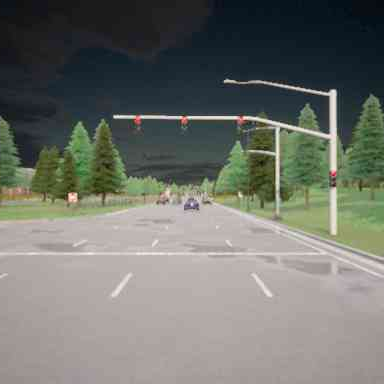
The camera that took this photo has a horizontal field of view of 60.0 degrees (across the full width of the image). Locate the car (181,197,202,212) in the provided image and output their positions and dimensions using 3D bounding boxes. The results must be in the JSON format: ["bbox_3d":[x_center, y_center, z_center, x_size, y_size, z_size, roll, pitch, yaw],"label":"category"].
[{"bbox_3d":[-0.017,1.795,46.383,2.097,1.767,4.553,0,-1,0],"label":"car"}]

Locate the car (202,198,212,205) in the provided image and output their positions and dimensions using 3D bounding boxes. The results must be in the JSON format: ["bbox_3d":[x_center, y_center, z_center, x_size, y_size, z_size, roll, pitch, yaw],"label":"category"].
[{"bbox_3d":[3.471,2.288,75.804,1.895,1.301,4.718,0,-1,0],"label":"car"}]

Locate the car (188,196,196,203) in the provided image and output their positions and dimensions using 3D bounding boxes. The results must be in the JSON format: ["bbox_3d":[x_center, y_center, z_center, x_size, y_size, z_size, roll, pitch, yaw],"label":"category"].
[{"bbox_3d":[-0.033,2.017,87.416,2.097,1.767,4.553,0,-1,0],"label":"car"}]

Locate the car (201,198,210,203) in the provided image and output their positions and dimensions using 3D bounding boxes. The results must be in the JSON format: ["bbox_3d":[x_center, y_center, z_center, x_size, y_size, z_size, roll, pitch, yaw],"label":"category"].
[{"bbox_3d":[3.467,2.202,87.445,2.033,1.411,5.357,0,-1,0],"label":"car"}]

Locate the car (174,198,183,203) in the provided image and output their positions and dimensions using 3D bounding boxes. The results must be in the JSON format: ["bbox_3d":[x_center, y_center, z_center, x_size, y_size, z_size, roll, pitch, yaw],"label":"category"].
[{"bbox_3d":[-3.533,2.202,87.443,2.033,1.411,5.357,0,-1,0],"label":"car"}]

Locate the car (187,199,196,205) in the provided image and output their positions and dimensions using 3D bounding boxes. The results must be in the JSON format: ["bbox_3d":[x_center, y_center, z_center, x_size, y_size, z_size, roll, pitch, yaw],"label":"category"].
[{"bbox_3d":[-0.029,2.265,76.156,1.994,1.385,4.181,0,-1,0],"label":"car"}]

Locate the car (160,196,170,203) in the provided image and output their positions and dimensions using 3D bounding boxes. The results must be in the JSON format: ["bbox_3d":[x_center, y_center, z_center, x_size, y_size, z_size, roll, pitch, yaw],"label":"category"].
[{"bbox_3d":[-7.033,2.017,87.413,2.097,1.767,4.553,0,-1,0],"label":"car"}]

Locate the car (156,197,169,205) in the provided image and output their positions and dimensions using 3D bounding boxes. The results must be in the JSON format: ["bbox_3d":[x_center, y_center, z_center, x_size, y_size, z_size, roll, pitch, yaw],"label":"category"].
[{"bbox_3d":[-7.029,2.238,76.187,1.812,1.442,4.674,0,-1,0],"label":"car"}]

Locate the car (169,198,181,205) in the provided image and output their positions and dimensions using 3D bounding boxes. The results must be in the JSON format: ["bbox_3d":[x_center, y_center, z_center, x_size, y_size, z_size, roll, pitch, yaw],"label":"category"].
[{"bbox_3d":[-3.528,2.232,75.772,2.033,1.411,5.357,0,-1,0],"label":"car"}]
